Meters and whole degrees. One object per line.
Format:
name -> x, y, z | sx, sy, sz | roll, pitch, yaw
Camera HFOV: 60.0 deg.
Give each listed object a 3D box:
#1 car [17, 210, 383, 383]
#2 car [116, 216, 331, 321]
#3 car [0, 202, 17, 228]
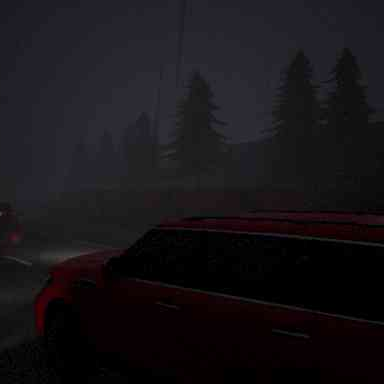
car -> 0.485, 1.236, 3.776 | 5.566, 2.045, 2.150 | 0, 0, 37
car -> 0.564, 1.519, 8.190 | 4.902, 1.511, 2.128 | 0, 0, 38
car -> -13.079, 1.413, 21.951 | 2.097, 1.767, 4.553 | 0, 0, -39
